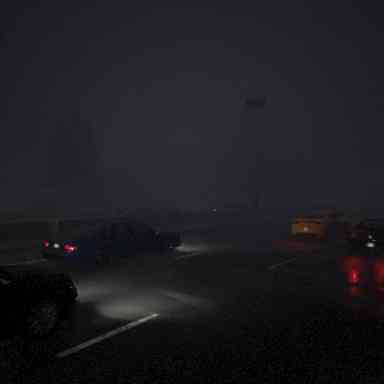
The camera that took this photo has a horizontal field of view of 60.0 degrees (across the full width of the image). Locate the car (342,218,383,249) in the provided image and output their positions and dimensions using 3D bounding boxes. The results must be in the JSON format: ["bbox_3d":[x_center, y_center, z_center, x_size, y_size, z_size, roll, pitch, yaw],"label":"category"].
[{"bbox_3d":[8.638,1.863,15.056,1.895,1.301,4.718,-1,-1,41],"label":"car"}]

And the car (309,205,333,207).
[{"bbox_3d":[11.096,1.830,27.889,2.097,1.767,4.553,-1,-1,45],"label":"car"}]

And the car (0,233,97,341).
[{"bbox_3d":[-3.921,1.580,4.539,1.837,1.490,4.892,-1,-1,34],"label":"car"}]

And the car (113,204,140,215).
[{"bbox_3d":[-5.754,2.123,35.893,1.812,1.442,4.674,-1,-1,43],"label":"car"}]

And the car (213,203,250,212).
[{"bbox_3d":[4.318,1.963,36.215,4.553,1.767,2.097,1,-1,-44],"label":"car"}]

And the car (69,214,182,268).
[{"bbox_3d":[-2.658,1.753,12.278,2.033,1.411,5.357,-1,-1,37],"label":"car"}]

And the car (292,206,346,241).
[{"bbox_3d":[7.507,1.805,19.036,1.882,1.535,5.008,-1,-1,41],"label":"car"}]

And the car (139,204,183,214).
[{"bbox_3d":[-2.832,2.131,33.908,1.994,1.385,4.181,-1,-1,44],"label":"car"}]
